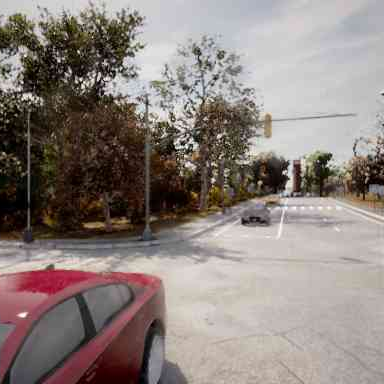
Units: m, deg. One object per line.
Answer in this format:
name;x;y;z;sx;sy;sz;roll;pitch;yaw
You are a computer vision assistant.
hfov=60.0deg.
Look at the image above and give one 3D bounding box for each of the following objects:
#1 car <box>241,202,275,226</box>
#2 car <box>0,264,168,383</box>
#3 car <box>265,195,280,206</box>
car;4.911;1.729;25.090;1.994;1.385;4.181;-1;0;16
car;-1.664;1.524;2.701;1.882;1.535;5.008;-2;-1;13
car;11.903;1.215;48.980;1.882;1.535;5.008;-1;1;17
